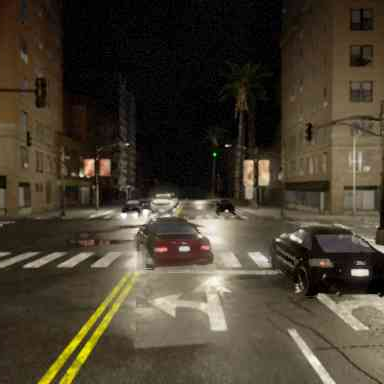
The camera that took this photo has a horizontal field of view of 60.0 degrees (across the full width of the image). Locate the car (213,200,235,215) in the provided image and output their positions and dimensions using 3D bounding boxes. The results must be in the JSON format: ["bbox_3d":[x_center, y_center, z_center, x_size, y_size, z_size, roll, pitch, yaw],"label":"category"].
[{"bbox_3d":[3.345,1.568,34.561,1.837,1.490,4.892,0,0,0],"label":"car"}]

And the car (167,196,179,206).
[{"bbox_3d":[-3.259,1.576,58.981,1.882,1.535,5.008,0,0,0],"label":"car"}]

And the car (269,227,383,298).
[{"bbox_3d":[3.343,1.579,8.618,1.994,1.385,4.181,0,0,0],"label":"car"}]

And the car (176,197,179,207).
[{"bbox_3d":[-3.316,1.309,48.784,2.150,2.045,5.566,0,0,1],"label":"car"}]

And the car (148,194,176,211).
[{"bbox_3d":[-3.346,1.292,38.422,2.150,2.045,5.566,0,0,0],"label":"car"}]

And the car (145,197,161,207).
[{"bbox_3d":[-6.509,1.643,55.957,2.033,1.411,5.357,0,0,0],"label":"car"}]

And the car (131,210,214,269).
[{"bbox_3d":[-0.832,1.575,11.274,2.033,1.411,5.357,0,0,-14],"label":"car"}]

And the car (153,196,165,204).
[{"bbox_3d":[-6.510,1.628,66.027,1.812,1.442,4.674,0,0,0],"label":"car"}]

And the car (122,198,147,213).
[{"bbox_3d":[-6.604,1.633,37.555,1.994,1.385,4.181,0,0,0],"label":"car"}]
